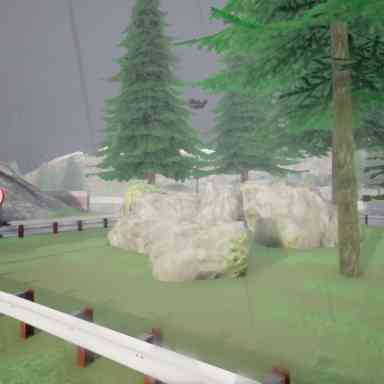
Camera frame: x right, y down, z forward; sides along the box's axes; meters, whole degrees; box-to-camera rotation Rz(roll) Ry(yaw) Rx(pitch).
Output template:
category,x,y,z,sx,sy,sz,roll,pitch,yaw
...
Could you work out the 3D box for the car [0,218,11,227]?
category,x,y,z,sx,sy,sz,roll,pitch,yaw
car,-11.086,1.357,15.235,5.357,1.411,2.033,0,0,11
